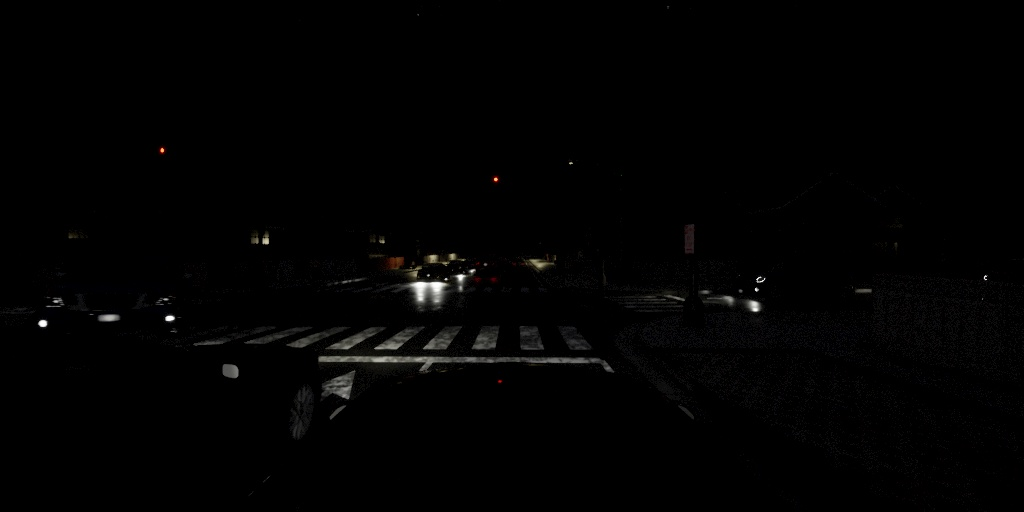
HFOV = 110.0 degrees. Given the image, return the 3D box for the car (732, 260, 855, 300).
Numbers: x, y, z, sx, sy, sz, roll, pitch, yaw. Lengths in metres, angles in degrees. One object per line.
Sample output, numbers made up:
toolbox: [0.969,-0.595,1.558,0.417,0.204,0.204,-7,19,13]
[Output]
car: [12.642,0.994,16.342,4.553,1.767,2.097,0,0,-1]

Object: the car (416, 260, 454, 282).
car: [-6.144,1.250,28.471,1.994,1.385,4.181,0,0,1]

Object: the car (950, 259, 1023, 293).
car: [22.716,0.914,16.446,4.553,1.767,2.097,0,0,0]

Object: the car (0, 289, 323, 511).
car: [-3.153,1.227,2.180,1.882,1.535,5.008,0,0,1]

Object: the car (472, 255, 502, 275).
car: [-2.523,0.875,37.150,2.150,2.045,5.566,0,1,1]

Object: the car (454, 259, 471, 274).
car: [-5.975,1.165,38.763,1.812,1.442,4.674,0,0,1]

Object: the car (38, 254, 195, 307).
car: [-10.156,0.995,9.643,2.150,2.045,5.566,4,-4,-39]
